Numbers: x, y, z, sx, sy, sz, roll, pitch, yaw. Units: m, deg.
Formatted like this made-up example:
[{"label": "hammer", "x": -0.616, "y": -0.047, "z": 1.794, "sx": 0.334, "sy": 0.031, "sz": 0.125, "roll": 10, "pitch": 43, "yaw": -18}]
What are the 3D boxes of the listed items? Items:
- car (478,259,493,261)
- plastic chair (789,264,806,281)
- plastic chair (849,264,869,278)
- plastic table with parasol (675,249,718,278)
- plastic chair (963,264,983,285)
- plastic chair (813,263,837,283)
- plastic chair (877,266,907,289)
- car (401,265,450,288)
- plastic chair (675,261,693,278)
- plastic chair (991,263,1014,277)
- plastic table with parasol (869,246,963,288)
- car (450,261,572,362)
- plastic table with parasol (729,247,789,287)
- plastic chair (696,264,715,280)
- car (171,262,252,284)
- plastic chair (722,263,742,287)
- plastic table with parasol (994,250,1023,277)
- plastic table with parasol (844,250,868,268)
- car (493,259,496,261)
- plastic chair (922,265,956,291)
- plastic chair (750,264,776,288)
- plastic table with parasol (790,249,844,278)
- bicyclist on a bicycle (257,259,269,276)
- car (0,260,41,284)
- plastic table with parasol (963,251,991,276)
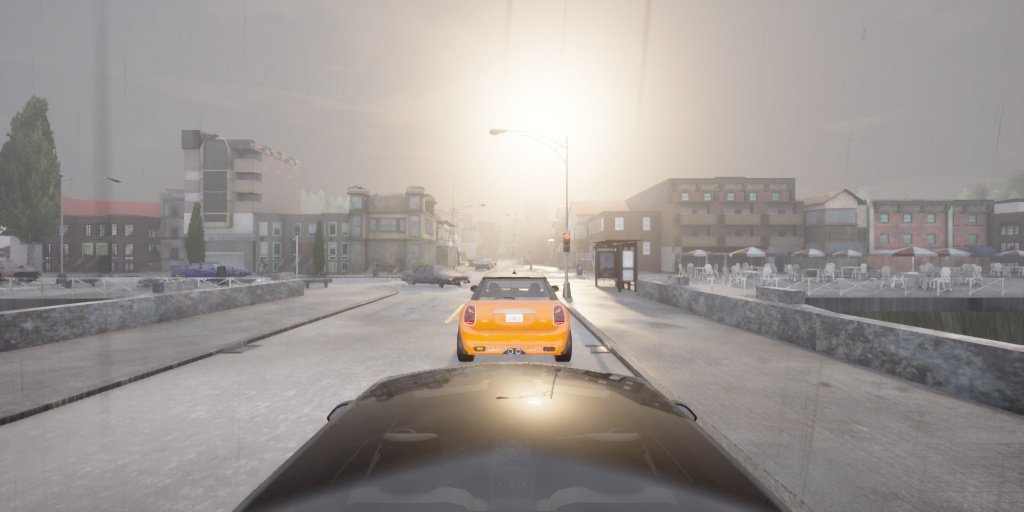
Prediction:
[{"label": "car", "x": -4.091, "y": 1.228, "z": 51.054, "sx": 1.882, "sy": 1.535, "sz": 5.008, "roll": 0, "pitch": 0, "yaw": 0}, {"label": "plastic chair", "x": 21.703, "y": 1.279, "z": 27.531, "sx": 0.730, "sy": 1.272, "sz": 0.750, "roll": 0, "pitch": 0, "yaw": 0}, {"label": "plastic chair", "x": 29.904, "y": 1.279, "z": 30.829, "sx": 0.750, "sy": 1.272, "sz": 0.730, "roll": 0, "pitch": 0, "yaw": 0}, {"label": "plastic table with parasol", "x": 15.924, "y": 0.675, "z": 30.513, "sx": 2.482, "sy": 2.480, "sz": 2.482, "roll": 0, "pitch": 0, "yaw": 0}, {"label": "plastic chair", "x": 30.502, "y": 1.279, "z": 23.829, "sx": 0.750, "sy": 1.272, "sz": 0.730, "roll": 0, "pitch": 0, "yaw": 0}, {"label": "plastic chair", "x": 22.803, "y": 1.279, "z": 26.131, "sx": 0.750, "sy": 1.272, "sz": 0.730, "roll": 0, "pitch": 0, "yaw": 0}, {"label": "plastic chair", "x": 22.602, "y": 1.279, "z": 21.331, "sx": 0.730, "sy": 1.272, "sz": 0.750, "roll": 0, "pitch": 0, "yaw": 0}, {"label": "car", "x": -5.140, "y": 1.297, "z": 23.792, "sx": 5.357, "sy": 1.411, "sz": 2.033, "roll": 0, "pitch": 0, "yaw": 39}, {"label": "plastic chair", "x": 14.704, "y": 1.279, "z": 30.633, "sx": 0.730, "sy": 1.272, "sz": 0.750, "roll": 0, "pitch": 0, "yaw": 0}, {"label": "plastic chair", "x": 45.505, "y": 1.279, "z": 33.325, "sx": 0.730, "sy": 1.272, "sz": 0.750, "roll": 0, "pitch": 0, "yaw": 0}, {"label": "plastic table with parasol", "x": 23.802, "y": 0.675, "z": 21.281, "sx": 2.482, "sy": 2.480, "sz": 2.482, "roll": 0, "pitch": 0, "yaw": 0}, {"label": "car", "x": 0.061, "y": 1.102, "z": 8.375, "sx": 2.097, "sy": 1.767, "sz": 4.553, "roll": 0, "pitch": 0, "yaw": 1}, {"label": "plastic table with parasol", "x": 15.172, "y": 0.675, "z": 22.693, "sx": 2.482, "sy": 2.480, "sz": 2.482, "roll": 0, "pitch": 0, "yaw": 0}, {"label": "plastic chair", "x": 15.804, "y": 1.279, "z": 29.233, "sx": 0.750, "sy": 1.272, "sz": 0.730, "roll": 0, "pitch": 0, "yaw": 0}, {"label": "car", "x": -21.836, "y": 1.227, "z": 26.185, "sx": 5.008, "sy": 1.535, "sz": 1.882, "roll": 0, "pitch": 0, "yaw": 0}, {"label": "plastic chair", "x": 13.902, "y": 1.279, "z": 22.833, "sx": 0.730, "sy": 1.272, "sz": 0.750, "roll": 0, "pitch": 0, "yaw": 0}, {"label": "plastic table with parasol", "x": 46.705, "y": 0.675, "z": 33.205, "sx": 2.482, "sy": 2.480, "sz": 2.482, "roll": 0, "pitch": 0, "yaw": 0}, {"label": "plastic table with parasol", "x": 30.234, "y": 0.675, "z": 32.199, "sx": 2.482, "sy": 2.480, "sz": 2.482, "roll": 0, "pitch": 0, "yaw": 0}, {"label": "car", "x": -4.071, "y": 1.228, "z": 60.704, "sx": 1.882, "sy": 1.535, "sz": 5.008, "roll": 0, "pitch": 0, "yaw": 0}, {"label": "plastic chair", "x": 23.701, "y": 1.279, "z": 19.931, "sx": 0.750, "sy": 1.272, "sz": 0.730, "roll": 0, "pitch": 0, "yaw": 0}, {"label": "plastic chair", "x": 15.002, "y": 1.279, "z": 21.433, "sx": 0.750, "sy": 1.272, "sz": 0.730, "roll": 0, "pitch": 0, "yaw": 0}, {"label": "plastic table with parasol", "x": 22.903, "y": 0.675, "z": 27.481, "sx": 2.482, "sy": 2.480, "sz": 2.482, "roll": 0, "pitch": 0, "yaw": 0}, {"label": "bicyclist on a bicycle", "x": -24.014, "y": 1.099, "z": 34.583, "sx": 0.582, "sy": 1.620, "sz": 1.656, "roll": 0, "pitch": 0, "yaw": 0}, {"label": "car", "x": -37.652, "y": 1.102, "z": 26.200, "sx": 4.553, "sy": 1.767, "sz": 2.097, "roll": 0, "pitch": 0, "yaw": 0}, {"label": "plastic table with parasol", "x": 30.513, "y": 0.675, "z": 25.109, "sx": 2.482, "sy": 2.480, "sz": 2.482, "roll": 0, "pitch": 0, "yaw": 0}]
